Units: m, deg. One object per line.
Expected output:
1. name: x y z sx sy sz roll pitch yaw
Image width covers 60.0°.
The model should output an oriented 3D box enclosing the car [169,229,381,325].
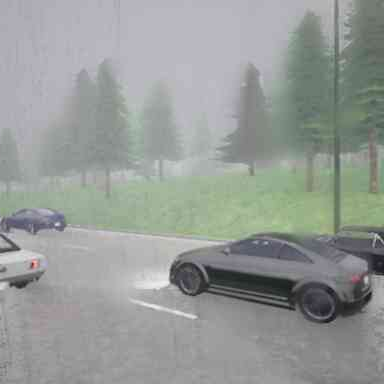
1. car: 1.529 1.569 7.200 4.181 1.385 1.994 0 0 35

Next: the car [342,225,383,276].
1. car: 4.491 1.605 9.387 4.718 1.301 1.895 0 0 36

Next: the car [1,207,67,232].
1. car: -9.037 1.563 19.034 4.674 1.442 1.812 0 0 36

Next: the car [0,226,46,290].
1. car: -5.648 1.619 8.020 4.718 1.301 1.895 0 0 36
